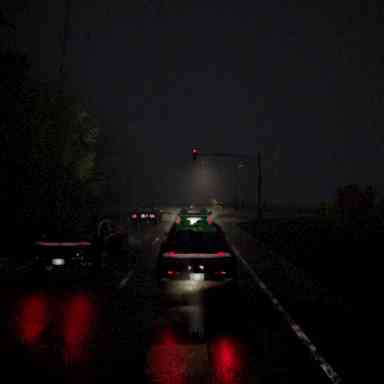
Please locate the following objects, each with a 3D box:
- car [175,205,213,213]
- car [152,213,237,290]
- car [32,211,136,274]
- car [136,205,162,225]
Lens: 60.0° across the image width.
[{"bbox_3d":[0.096,1.495,18.605,2.097,1.767,4.553,0,0,0],"label":"car"},{"bbox_3d":[0.099,1.563,9.302,2.128,1.511,4.902,0,-1,0],"label":"car"},{"bbox_3d":[-3.402,1.576,10.897,2.128,1.511,4.902,0,0,0],"label":"car"},{"bbox_3d":[-3.405,1.744,25.669,2.033,1.411,5.357,0,0,0],"label":"car"}]
